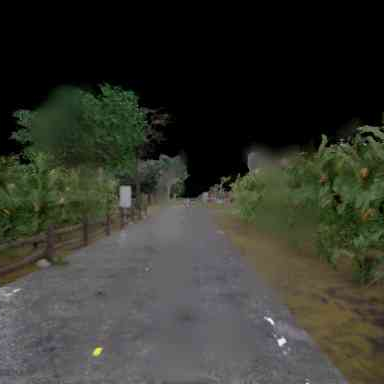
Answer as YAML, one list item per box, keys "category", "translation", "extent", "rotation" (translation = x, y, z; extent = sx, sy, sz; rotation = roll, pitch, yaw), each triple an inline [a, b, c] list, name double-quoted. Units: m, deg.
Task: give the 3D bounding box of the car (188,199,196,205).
- category: "car"
  translation: [-0.005, 2.852, 89.583]
  extent: [2.128, 1.511, 4.902]
  rotation: [0, -2, 0]
